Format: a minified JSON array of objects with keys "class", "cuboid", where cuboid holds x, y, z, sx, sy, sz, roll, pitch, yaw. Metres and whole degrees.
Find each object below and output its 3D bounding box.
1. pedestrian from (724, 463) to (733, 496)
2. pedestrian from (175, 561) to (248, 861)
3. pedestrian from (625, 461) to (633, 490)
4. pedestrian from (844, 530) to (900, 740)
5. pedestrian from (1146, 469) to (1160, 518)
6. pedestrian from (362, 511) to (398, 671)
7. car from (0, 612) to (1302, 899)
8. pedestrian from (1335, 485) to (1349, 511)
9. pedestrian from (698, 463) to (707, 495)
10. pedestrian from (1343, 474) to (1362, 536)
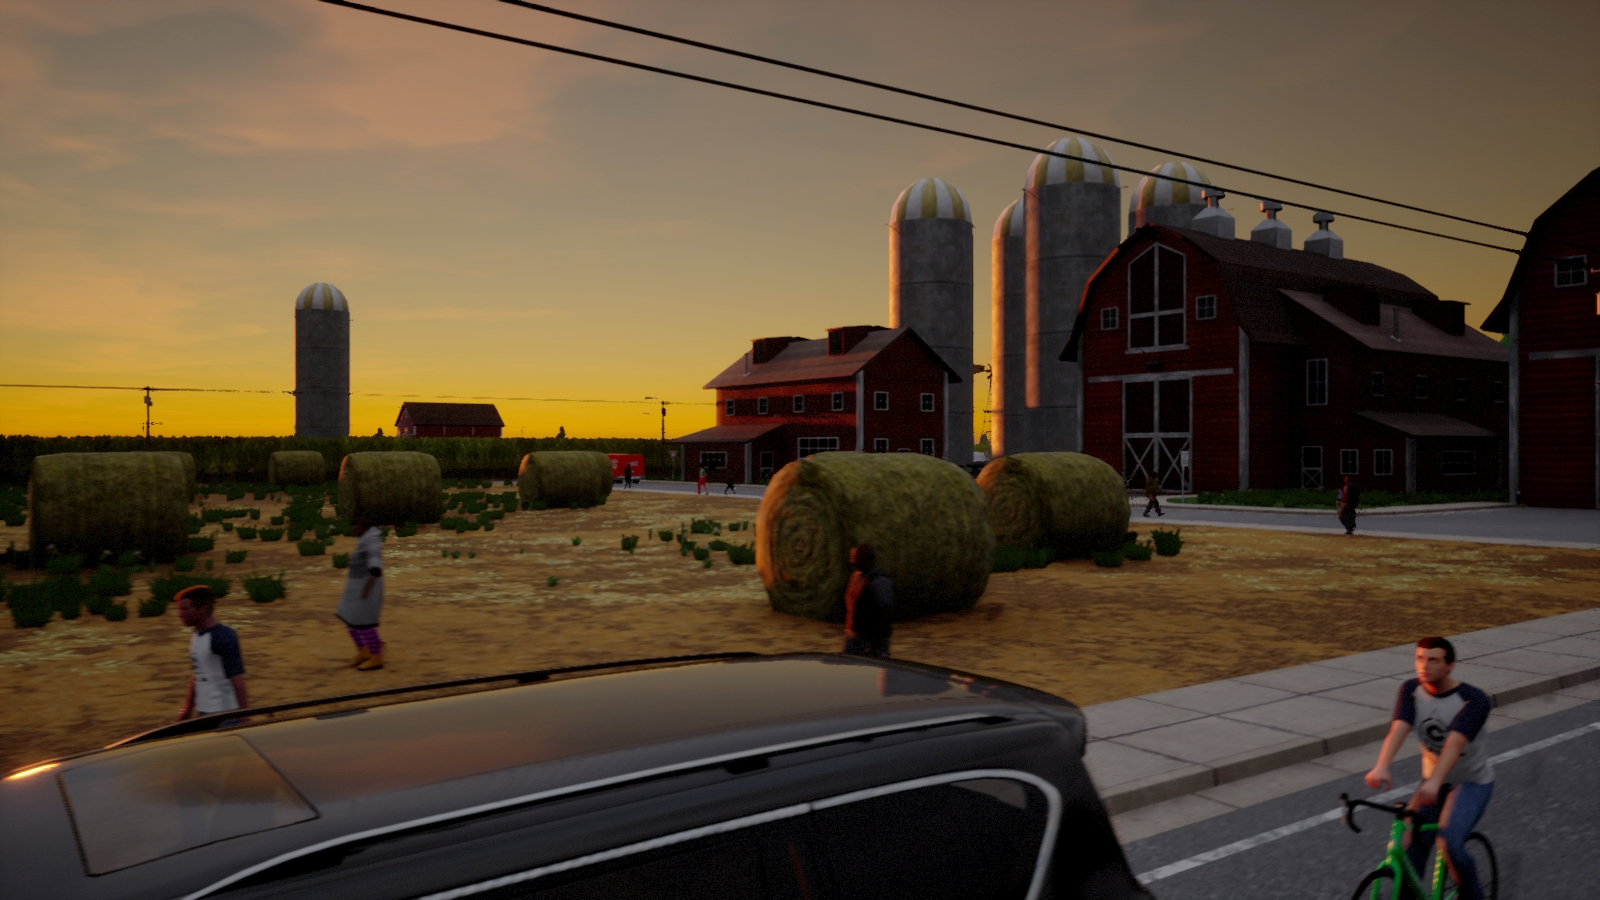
[{"class":"pedestrian","cuboid":[-4.089,1.678,65.487,0.375,1.860,0.375,0,0,34]},{"class":"pedestrian","cuboid":[-3.891,1.692,7.552,0.375,1.860,0.375,0,0,-37]},{"class":"pedestrian","cuboid":[-11.255,1.678,75.016,0.375,1.860,0.375,0,0,-38]},{"class":"pedestrian","cuboid":[0.666,1.690,10.573,0.375,1.860,0.375,0,0,-32]},{"class":"pedestrian","cuboid":[13.506,1.676,43.744,0.375,1.860,0.375,0,0,-39]},{"class":"pedestrian","cuboid":[-5.036,1.678,13.710,0.375,1.860,0.375,0,0,-25]},{"class":"car","cuboid":[-1.298,1.780,2.813,5.566,2.045,2.150,0,0,-36]},{"class":"pedestrian","cuboid":[23.399,2.052,49.360,0.500,1.100,0.500,0,0,31]},{"class":"pedestrian","cuboid":[-5.600,1.677,65.780,0.375,1.860,0.375,0,0,44]},{"class":"pedestrian","cuboid":[16.938,1.677,35.000,0.375,1.860,0.375,0,0,-27]}]
